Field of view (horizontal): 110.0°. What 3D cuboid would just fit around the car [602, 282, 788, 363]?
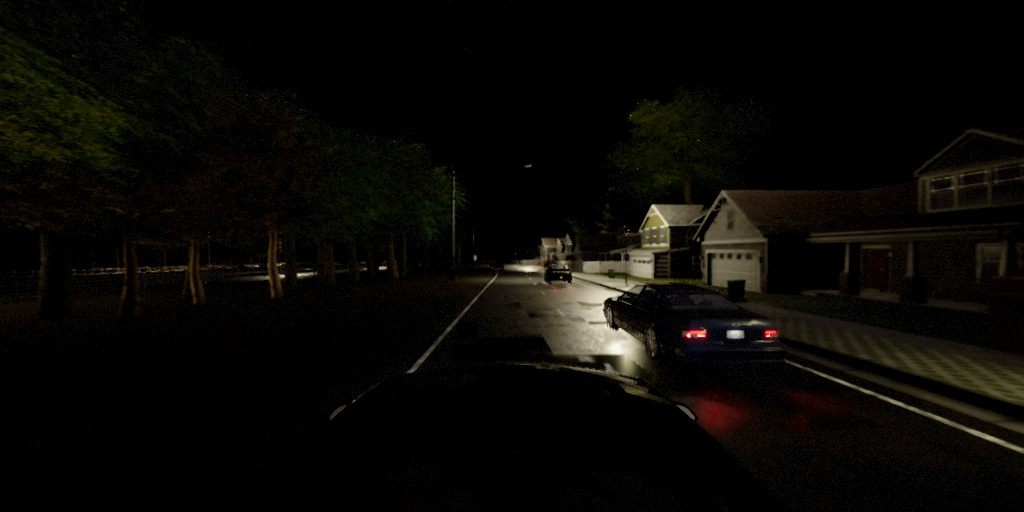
[{"bbox_3d":[3.600,1.318,8.293,2.033,1.411,5.357,0,0,0],"label":"car"}]

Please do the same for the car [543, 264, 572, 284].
[{"bbox_3d":[3.604,1.391,28.633,2.128,1.511,4.902,0,-1,0],"label":"car"}]
